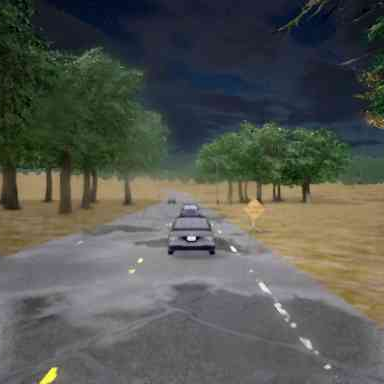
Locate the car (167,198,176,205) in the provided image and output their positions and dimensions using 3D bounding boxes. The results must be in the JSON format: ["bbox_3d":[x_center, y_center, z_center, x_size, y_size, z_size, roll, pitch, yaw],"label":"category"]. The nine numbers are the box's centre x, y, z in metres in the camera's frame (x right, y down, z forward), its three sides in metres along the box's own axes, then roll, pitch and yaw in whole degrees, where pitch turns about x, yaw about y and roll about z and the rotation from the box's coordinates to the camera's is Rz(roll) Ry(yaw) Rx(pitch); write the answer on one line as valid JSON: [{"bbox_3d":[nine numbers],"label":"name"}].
[{"bbox_3d":[-4.328,1.909,70.982,2.033,1.411,5.357,0,0,-1],"label":"car"}]

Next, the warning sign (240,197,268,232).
[{"bbox_3d":[3.533,1.272,18.982,1.300,1.860,1.060,2,2,0],"label":"warning sign"}]

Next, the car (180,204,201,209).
[{"bbox_3d":[-0.132,1.758,29.390,1.812,1.442,4.674,0,0,0],"label":"car"}]

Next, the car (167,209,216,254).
[{"bbox_3d":[-0.026,1.665,13.974,2.033,1.411,5.357,0,0,0],"label":"car"}]
